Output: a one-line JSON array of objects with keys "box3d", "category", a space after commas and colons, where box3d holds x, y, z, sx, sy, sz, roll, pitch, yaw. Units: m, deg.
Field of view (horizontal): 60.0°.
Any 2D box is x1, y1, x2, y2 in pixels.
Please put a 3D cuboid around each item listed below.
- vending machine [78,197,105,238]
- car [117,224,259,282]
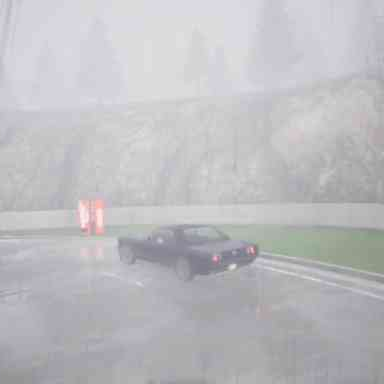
[{"box3d": [-5.533, 1.378, 18.324, 0.880, 2.100, 1.100, -2, 0, 21], "category": "vending machine"}, {"box3d": [-0.417, 1.612, 9.924, 1.895, 1.301, 4.718, -2, 0, -40], "category": "car"}]
